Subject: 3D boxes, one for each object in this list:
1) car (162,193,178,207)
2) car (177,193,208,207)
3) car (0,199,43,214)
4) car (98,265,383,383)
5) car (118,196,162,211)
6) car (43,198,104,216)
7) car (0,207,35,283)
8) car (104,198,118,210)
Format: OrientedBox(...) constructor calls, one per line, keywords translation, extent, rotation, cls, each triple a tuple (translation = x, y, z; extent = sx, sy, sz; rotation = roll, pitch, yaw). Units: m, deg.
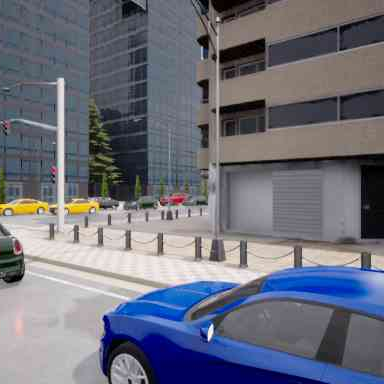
OrientedBox(translation=(-2.672, 1.168, 50.893), extent=(2.150, 2.045, 5.566), rotation=(0, 0, 36), cls="car")
OrientedBox(translation=(0.432, 1.296, 49.208), extent=(2.097, 1.767, 4.553), rotation=(0, 0, 36), cls="car")
OrientedBox(translation=(-16.389, 1.422, 31.967), extent=(1.882, 1.535, 5.008), rotation=(0, 0, 36), cls="car")
OrientedBox(translation=(1.217, 1.478, 3.124), extent=(5.008, 1.535, 1.882), rotation=(0, 0, 36), cls="car")
OrientedBox(translation=(-6.163, 1.297, 40.115), extent=(2.097, 1.767, 4.553), rotation=(0, 0, 36), cls="car")
OrientedBox(translation=(-11.533, 1.422, 32.696), extent=(1.882, 1.535, 5.008), rotation=(0, 0, 36), cls="car")
OrientedBox(translation=(-6.279, 1.352, 8.464), extent=(4.553, 1.767, 2.097), rotation=(0, 0, 36), cls="car")
OrientedBox(translation=(-10.875, 1.436, 39.576), extent=(2.128, 1.511, 4.902), rotation=(0, 0, 36), cls="car")
